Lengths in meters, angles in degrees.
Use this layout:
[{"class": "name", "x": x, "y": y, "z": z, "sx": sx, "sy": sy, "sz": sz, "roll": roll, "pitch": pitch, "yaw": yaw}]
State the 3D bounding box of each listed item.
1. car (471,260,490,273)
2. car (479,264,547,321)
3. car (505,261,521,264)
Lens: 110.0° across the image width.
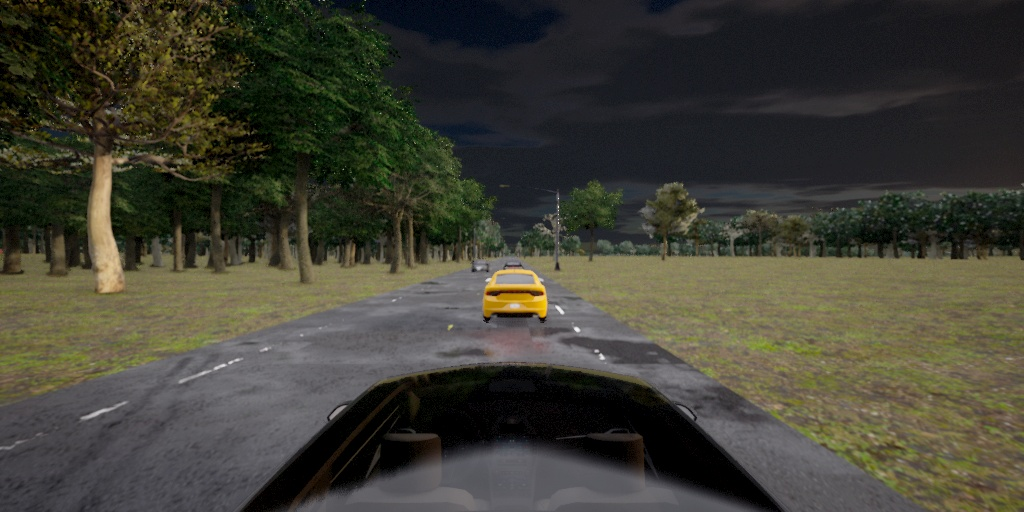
[{"class": "car", "x": -3.552, "y": 1.165, "z": 40.952, "sx": 2.128, "sy": 1.511, "sz": 4.902, "roll": 0, "pitch": 0, "yaw": 0}, {"class": "car", "x": 0.093, "y": 1.212, "z": 12.336, "sx": 1.882, "sy": 1.535, "sz": 5.008, "roll": 0, "pitch": 0, "yaw": 0}, {"class": "car", "x": 0.123, "y": 1.187, "z": 32.814, "sx": 2.128, "sy": 1.511, "sz": 4.902, "roll": 0, "pitch": 0, "yaw": 0}]
